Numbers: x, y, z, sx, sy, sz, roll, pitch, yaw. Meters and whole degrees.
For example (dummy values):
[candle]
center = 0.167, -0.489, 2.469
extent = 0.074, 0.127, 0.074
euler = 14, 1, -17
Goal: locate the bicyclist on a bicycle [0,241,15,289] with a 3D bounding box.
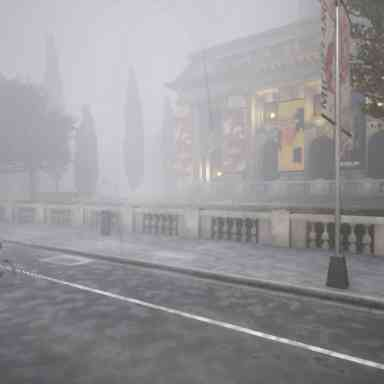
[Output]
[bicyclist on a bicycle]
center = -4.693, 1.453, 7.251
extent = 0.582, 1.620, 1.656
euler = 0, 2, 35
